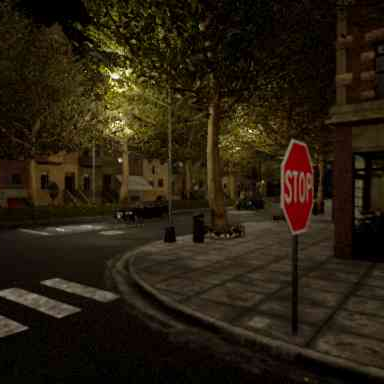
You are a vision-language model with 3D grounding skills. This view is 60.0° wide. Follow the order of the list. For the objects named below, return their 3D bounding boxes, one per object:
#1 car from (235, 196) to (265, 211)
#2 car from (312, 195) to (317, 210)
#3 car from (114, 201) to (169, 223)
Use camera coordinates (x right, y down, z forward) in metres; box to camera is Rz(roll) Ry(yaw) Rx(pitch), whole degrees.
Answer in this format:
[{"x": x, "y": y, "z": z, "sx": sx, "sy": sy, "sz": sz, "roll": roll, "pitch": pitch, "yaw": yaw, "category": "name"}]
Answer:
[{"x": 7.000, "y": 1.327, "z": 39.977, "sx": 2.097, "sy": 1.767, "sz": 4.553, "roll": 0, "pitch": 0, "yaw": 36, "category": "car"}, {"x": 12.357, "y": 1.213, "z": 36.042, "sx": 2.435, "sy": 2.045, "sz": 5.566, "roll": 0, "pitch": 0, "yaw": 36, "category": "car"}, {"x": -3.694, "y": 1.464, "z": 25.369, "sx": 2.128, "sy": 1.511, "sz": 4.902, "roll": 0, "pitch": 0, "yaw": 36, "category": "car"}]
